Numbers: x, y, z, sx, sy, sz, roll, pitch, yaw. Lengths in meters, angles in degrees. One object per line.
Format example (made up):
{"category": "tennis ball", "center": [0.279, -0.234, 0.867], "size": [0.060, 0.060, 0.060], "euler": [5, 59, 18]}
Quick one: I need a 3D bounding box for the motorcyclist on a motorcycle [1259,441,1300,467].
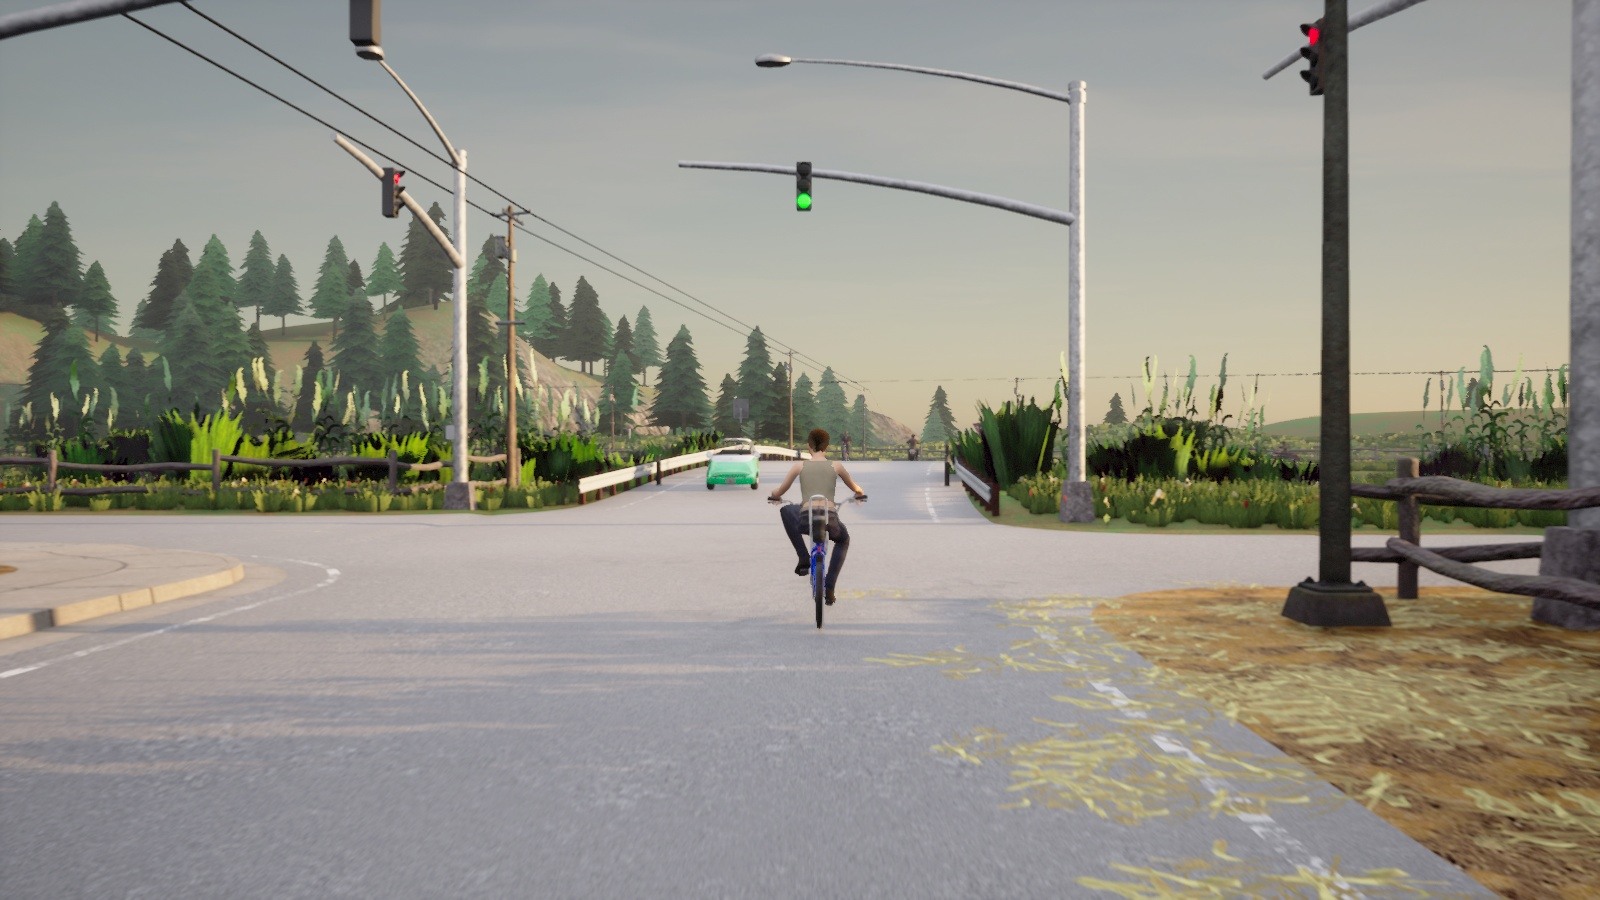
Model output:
{"category": "motorcyclist on a motorcycle", "center": [31.188, 0.261, 81.669], "size": [2.350, 1.649, 0.766], "euler": [0, 0, 6]}

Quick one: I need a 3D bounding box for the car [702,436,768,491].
{"category": "car", "center": [-1.755, 0.341, 34.482], "size": [1.481, 1.376, 2.207], "euler": [0, 3, 6]}

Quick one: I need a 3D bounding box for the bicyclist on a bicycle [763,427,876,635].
{"category": "bicyclist on a bicycle", "center": [0.154, 0.624, 10.485], "size": [0.866, 1.612, 1.509], "euler": [0, 0, 0]}

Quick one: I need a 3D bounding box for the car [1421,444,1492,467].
{"category": "car", "center": [42.057, 0.340, 80.514], "size": [3.633, 1.501, 1.845], "euler": [0, 0, 6]}
